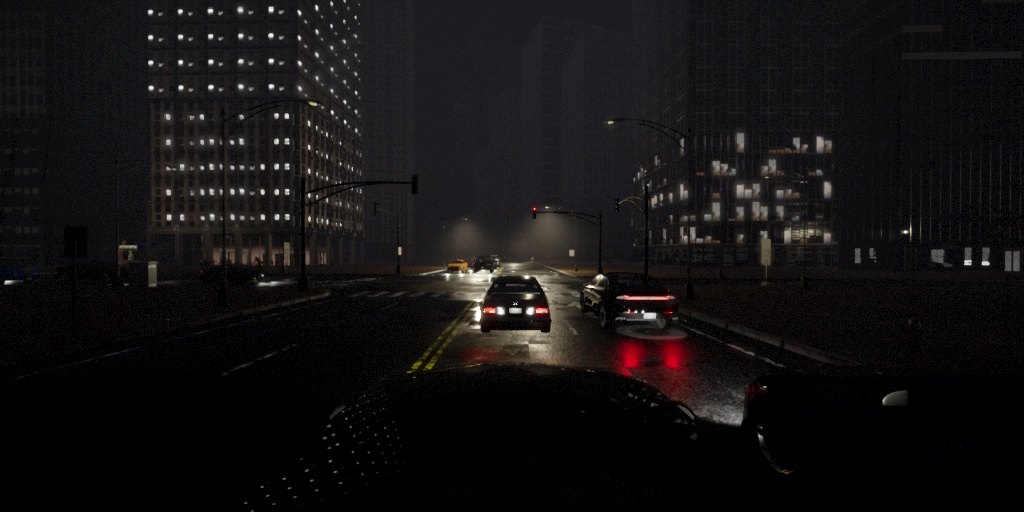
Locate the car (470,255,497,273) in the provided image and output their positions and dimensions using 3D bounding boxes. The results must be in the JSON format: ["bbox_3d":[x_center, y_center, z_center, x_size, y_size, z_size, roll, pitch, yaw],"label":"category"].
[{"bbox_3d":[-3.291,0.937,42.924,2.150,2.045,5.566,0,0,0],"label":"car"}]

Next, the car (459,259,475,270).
[{"bbox_3d":[-6.526,1.223,52.660,1.812,1.442,4.674,0,0,0],"label":"car"}]

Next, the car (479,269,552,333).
[{"bbox_3d":[0.111,1.294,10.713,2.033,1.411,5.357,0,0,1],"label":"car"}]

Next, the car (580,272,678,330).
[{"bbox_3d":[3.359,1.238,11.125,2.128,1.511,4.902,0,0,0],"label":"car"}]

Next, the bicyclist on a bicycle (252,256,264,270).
[{"bbox_3d":[-24.659,0.867,34.749,0.582,1.620,1.656,0,1,1],"label":"bicyclist on a bicycle"}]

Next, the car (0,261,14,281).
[{"bbox_3d":[-40.288,1.092,26.442,4.674,1.442,1.812,0,0,2],"label":"car"}]

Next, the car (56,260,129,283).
[{"bbox_3d":[-30.047,1.093,26.155,5.008,1.535,1.882,0,0,2],"label":"car"}]

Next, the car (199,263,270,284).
[{"bbox_3d":[-19.955,1.227,25.889,4.181,1.385,1.994,0,0,1],"label":"car"}]

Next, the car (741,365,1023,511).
[{"bbox_3d":[3.354,1.314,1.969,1.994,1.385,4.181,0,0,0],"label":"car"}]

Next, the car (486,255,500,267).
[{"bbox_3d":[-3.253,0.896,63.106,2.150,2.045,5.566,0,0,0],"label":"car"}]

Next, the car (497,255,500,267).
[{"bbox_3d":[-3.276,1.048,52.878,2.097,1.767,4.553,0,0,0],"label":"car"}]

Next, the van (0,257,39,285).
[{"bbox_3d":[-33.905,0.959,23.672,3.998,1.789,1.690,0,0,2],"label":"van"}]

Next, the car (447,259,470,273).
[{"bbox_3d":[-6.540,1.193,43.248,1.882,1.535,5.008,0,0,0],"label":"car"}]
